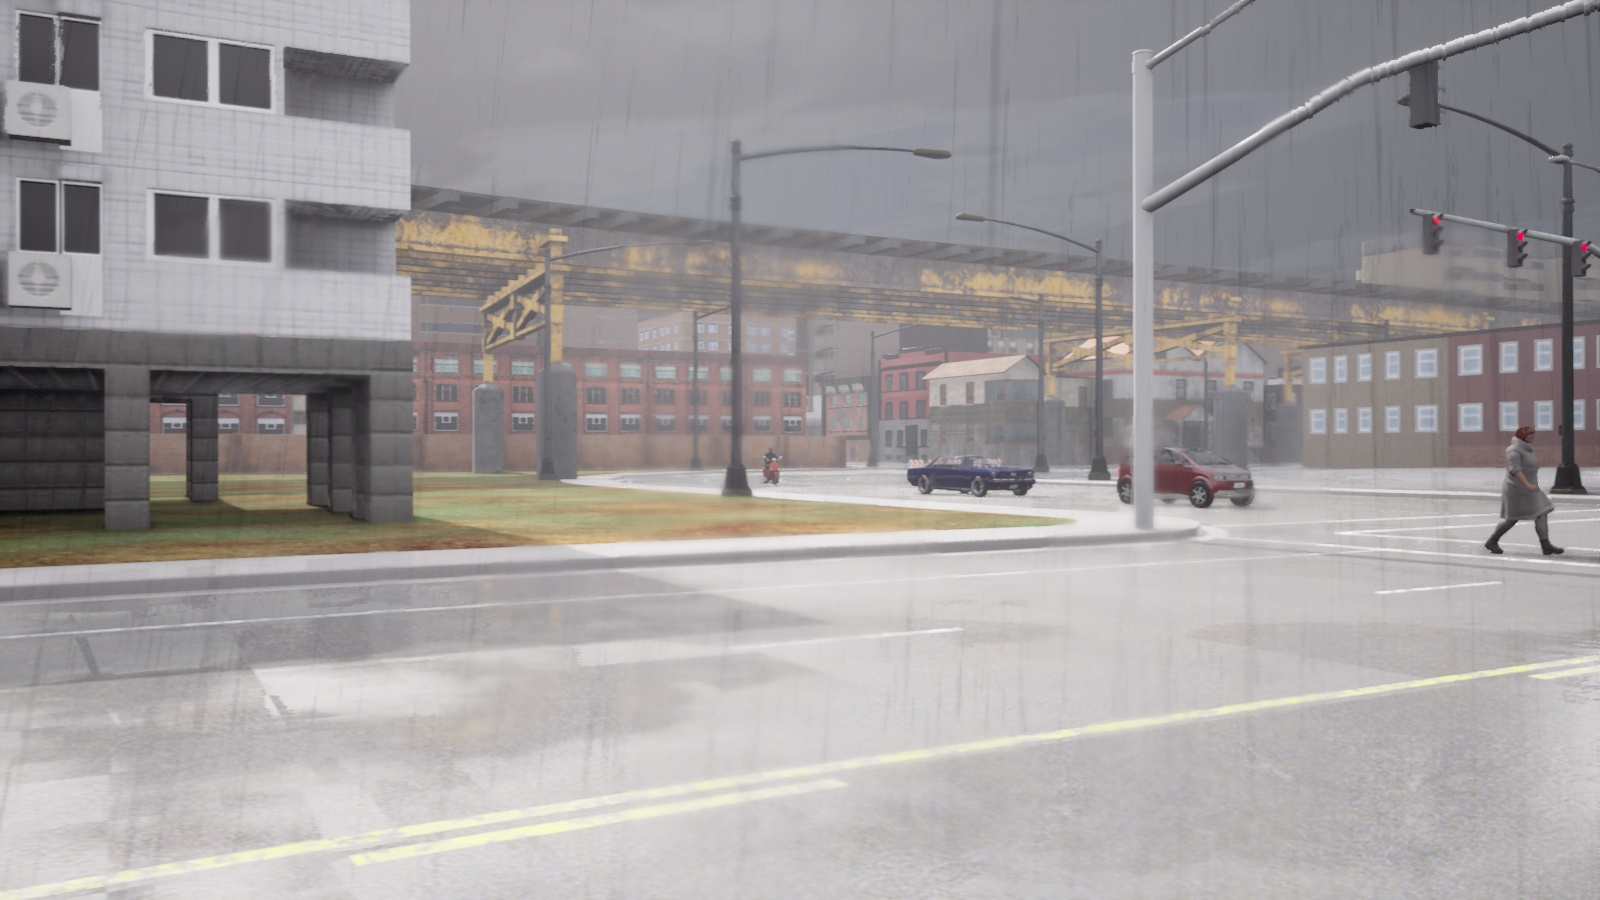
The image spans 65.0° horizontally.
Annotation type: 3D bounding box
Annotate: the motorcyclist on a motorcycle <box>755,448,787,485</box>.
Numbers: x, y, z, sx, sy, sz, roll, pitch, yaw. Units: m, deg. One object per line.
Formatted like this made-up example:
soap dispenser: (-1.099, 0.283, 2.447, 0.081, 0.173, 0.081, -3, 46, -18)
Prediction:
motorcyclist on a motorcycle: (-1.260, 0.696, 53.702, 0.866, 1.590, 1.817, 0, 0, -19)

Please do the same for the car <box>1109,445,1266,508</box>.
car: (10.066, 0.654, 32.886, 1.789, 1.549, 3.705, 0, 0, -29)

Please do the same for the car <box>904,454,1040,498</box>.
car: (5.501, 0.803, 40.844, 1.895, 1.301, 4.718, 0, 0, -30)

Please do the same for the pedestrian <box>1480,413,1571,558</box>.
pedestrian: (10.063, 0.473, 17.428, 0.659, 1.952, 0.873, 0, 0, -33)
